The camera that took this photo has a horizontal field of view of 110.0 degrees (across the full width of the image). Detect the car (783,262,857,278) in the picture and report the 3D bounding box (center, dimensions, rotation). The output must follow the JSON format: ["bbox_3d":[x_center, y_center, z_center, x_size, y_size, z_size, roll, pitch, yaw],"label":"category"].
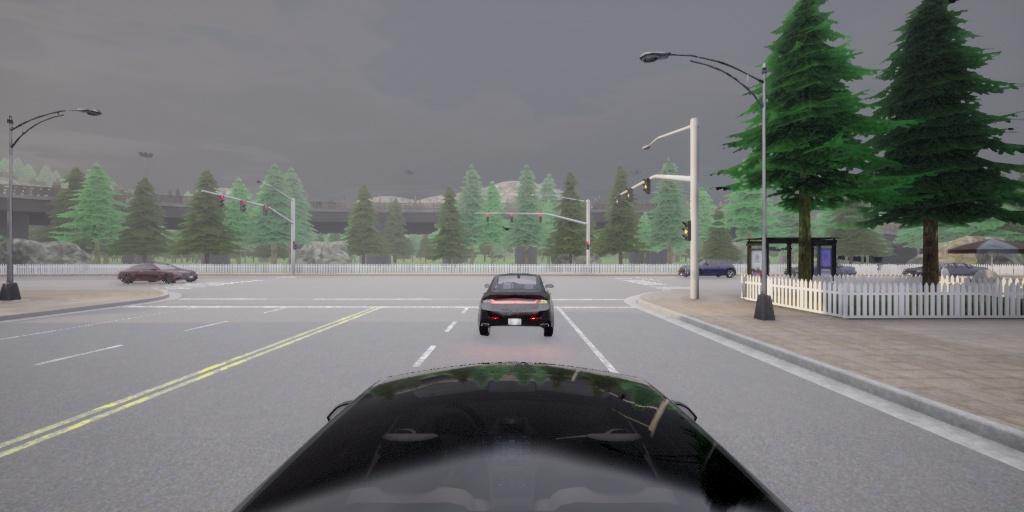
[{"bbox_3d":[27.670,1.242,32.255,5.357,1.411,2.033,0,0,1],"label":"car"}]

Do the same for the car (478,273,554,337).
[{"bbox_3d":[0.180,1.242,10.352,2.128,1.511,4.902,0,0,3],"label":"car"}]

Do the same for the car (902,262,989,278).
[{"bbox_3d":[38.061,1.242,31.508,5.357,1.411,2.033,0,0,10],"label":"car"}]

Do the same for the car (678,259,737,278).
[{"bbox_3d":[17.513,1.046,32.347,4.553,1.767,2.097,0,0,0],"label":"car"}]

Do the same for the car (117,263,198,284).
[{"bbox_3d":[-24.988,1.220,25.323,4.674,1.442,1.812,0,0,0],"label":"car"}]
